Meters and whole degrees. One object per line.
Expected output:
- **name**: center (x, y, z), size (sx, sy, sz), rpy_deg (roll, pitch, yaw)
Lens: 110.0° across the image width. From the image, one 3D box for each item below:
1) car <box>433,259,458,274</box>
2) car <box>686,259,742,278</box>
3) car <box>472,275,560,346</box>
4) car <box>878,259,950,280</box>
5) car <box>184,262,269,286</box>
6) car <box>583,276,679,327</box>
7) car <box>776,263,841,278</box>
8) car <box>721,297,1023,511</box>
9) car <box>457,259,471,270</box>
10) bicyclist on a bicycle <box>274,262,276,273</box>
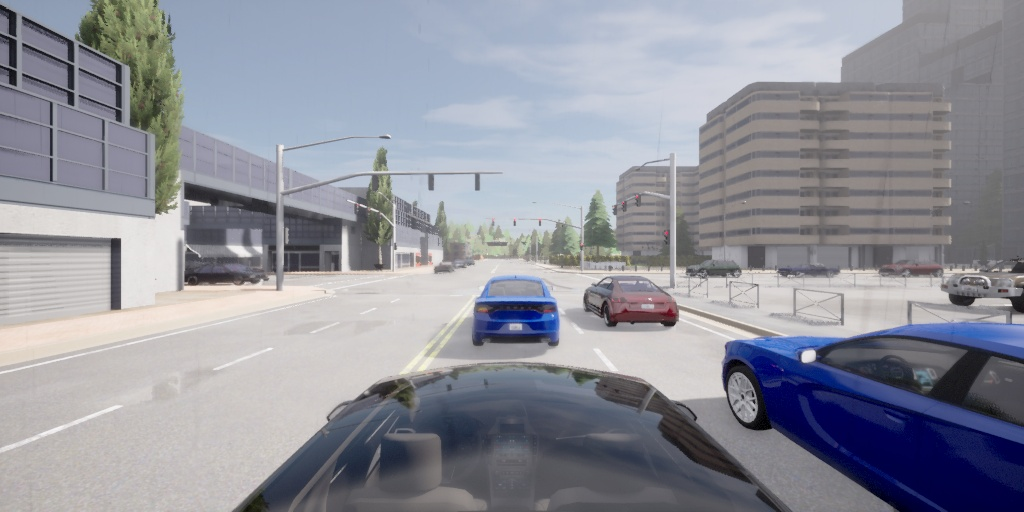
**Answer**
- **car**: center (-7.656, 1.351, 40.796), size (1.895, 1.301, 4.718), rpy_deg (0, 0, -1)
- **car**: center (18.692, 1.102, 33.391), size (4.553, 1.767, 2.097), rpy_deg (0, 0, -1)
- **car**: center (0.096, 1.228, 9.429), size (1.882, 1.535, 5.008), rpy_deg (0, 0, 0)
- **car**: center (37.476, 1.102, 33.760), size (4.553, 1.767, 2.097), rpy_deg (0, 0, -1)
- **car**: center (-19.935, 1.297, 24.744), size (5.357, 1.411, 2.033), rpy_deg (0, 0, -1)
- **car**: center (3.604, 1.314, 11.560), size (1.994, 1.385, 4.181), rpy_deg (0, 0, 0)
- **car**: center (27.679, 1.351, 33.575), size (4.718, 1.301, 1.895), rpy_deg (0, 0, -1)
- **car**: center (3.603, 1.228, 2.576), size (1.882, 1.535, 5.008), rpy_deg (0, 0, 0)
- **car**: center (-7.933, 1.241, 53.954), size (2.128, 1.511, 4.902), rpy_deg (0, 0, -1)
- **bicyclist on a bicycle**: center (-25.833, 1.053, 39.649), size (0.582, 1.620, 1.656), rpy_deg (0, 0, -1)
